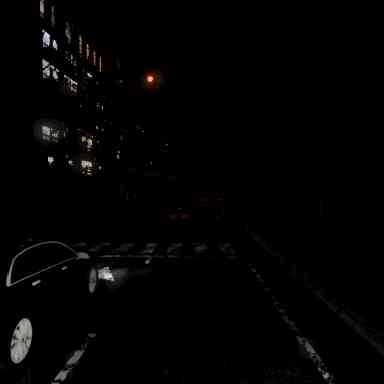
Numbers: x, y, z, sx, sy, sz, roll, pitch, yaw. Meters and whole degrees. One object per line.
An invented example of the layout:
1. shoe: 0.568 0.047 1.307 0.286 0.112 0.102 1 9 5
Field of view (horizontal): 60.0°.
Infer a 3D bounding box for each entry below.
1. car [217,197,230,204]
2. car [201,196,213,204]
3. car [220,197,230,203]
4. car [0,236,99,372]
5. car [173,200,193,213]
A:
1. car: 6.198 1.742 68.851 1.837 1.490 4.892 0 0 10
2. car: 3.151 1.597 70.404 2.097 1.767 4.553 0 0 10
3. car: 7.868 1.857 78.678 1.994 1.385 4.181 0 0 12
4. car: -3.046 1.507 5.649 1.837 1.490 4.892 0 0 1
5. car: -1.102 1.608 38.460 1.812 1.442 4.674 0 0 6
